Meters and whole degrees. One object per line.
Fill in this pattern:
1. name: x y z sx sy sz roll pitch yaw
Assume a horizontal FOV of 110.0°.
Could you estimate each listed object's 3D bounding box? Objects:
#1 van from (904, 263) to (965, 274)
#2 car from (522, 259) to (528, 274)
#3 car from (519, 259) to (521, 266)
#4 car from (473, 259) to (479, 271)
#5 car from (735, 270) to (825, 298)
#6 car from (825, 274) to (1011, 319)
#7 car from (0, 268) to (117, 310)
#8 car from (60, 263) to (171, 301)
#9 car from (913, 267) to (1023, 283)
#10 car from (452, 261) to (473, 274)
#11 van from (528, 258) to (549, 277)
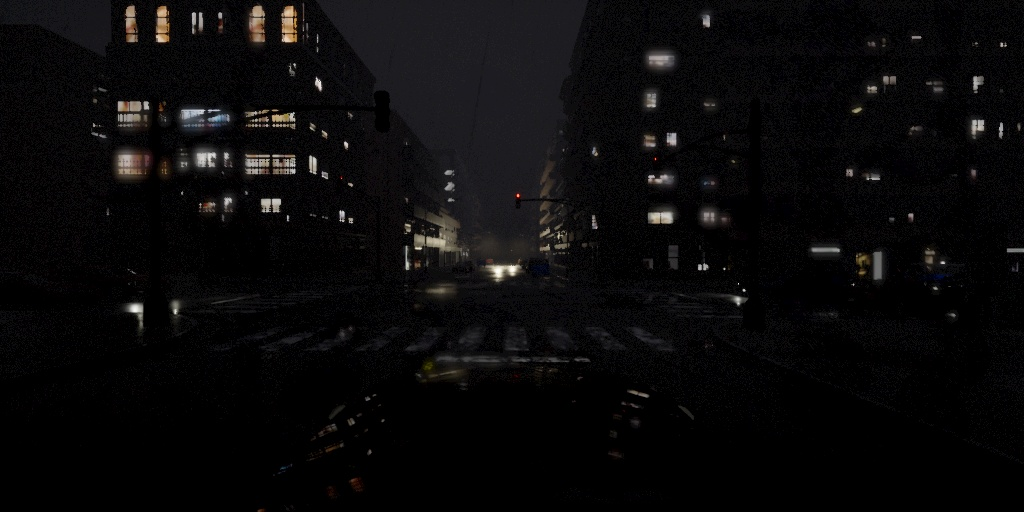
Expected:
1. van: 26.070 1.343 21.558 3.998 1.789 1.690 0 0 0
2. car: 2.678 1.091 41.451 2.192 1.841 5.009 0 0 0
3. car: 2.615 1.252 58.012 1.967 1.591 4.097 0 0 0
4. car: -5.896 1.352 47.012 1.948 1.339 4.313 0 0 0
5. car: 14.955 1.453 18.987 5.357 1.411 2.033 1 0 0
6. car: 14.696 1.498 13.194 4.507 1.381 1.888 0 0 0
7. car: -17.756 1.215 13.212 4.207 1.307 1.802 0 0 0
8. car: -18.007 1.086 15.794 5.008 1.535 1.882 1 0 0
9. car: 24.865 1.516 18.981 4.892 1.490 1.837 1 0 0
10. car: -5.888 1.358 41.490 1.802 1.307 4.207 0 0 0
11. van: 2.774 1.109 35.954 1.690 1.789 3.998 0 0 0
